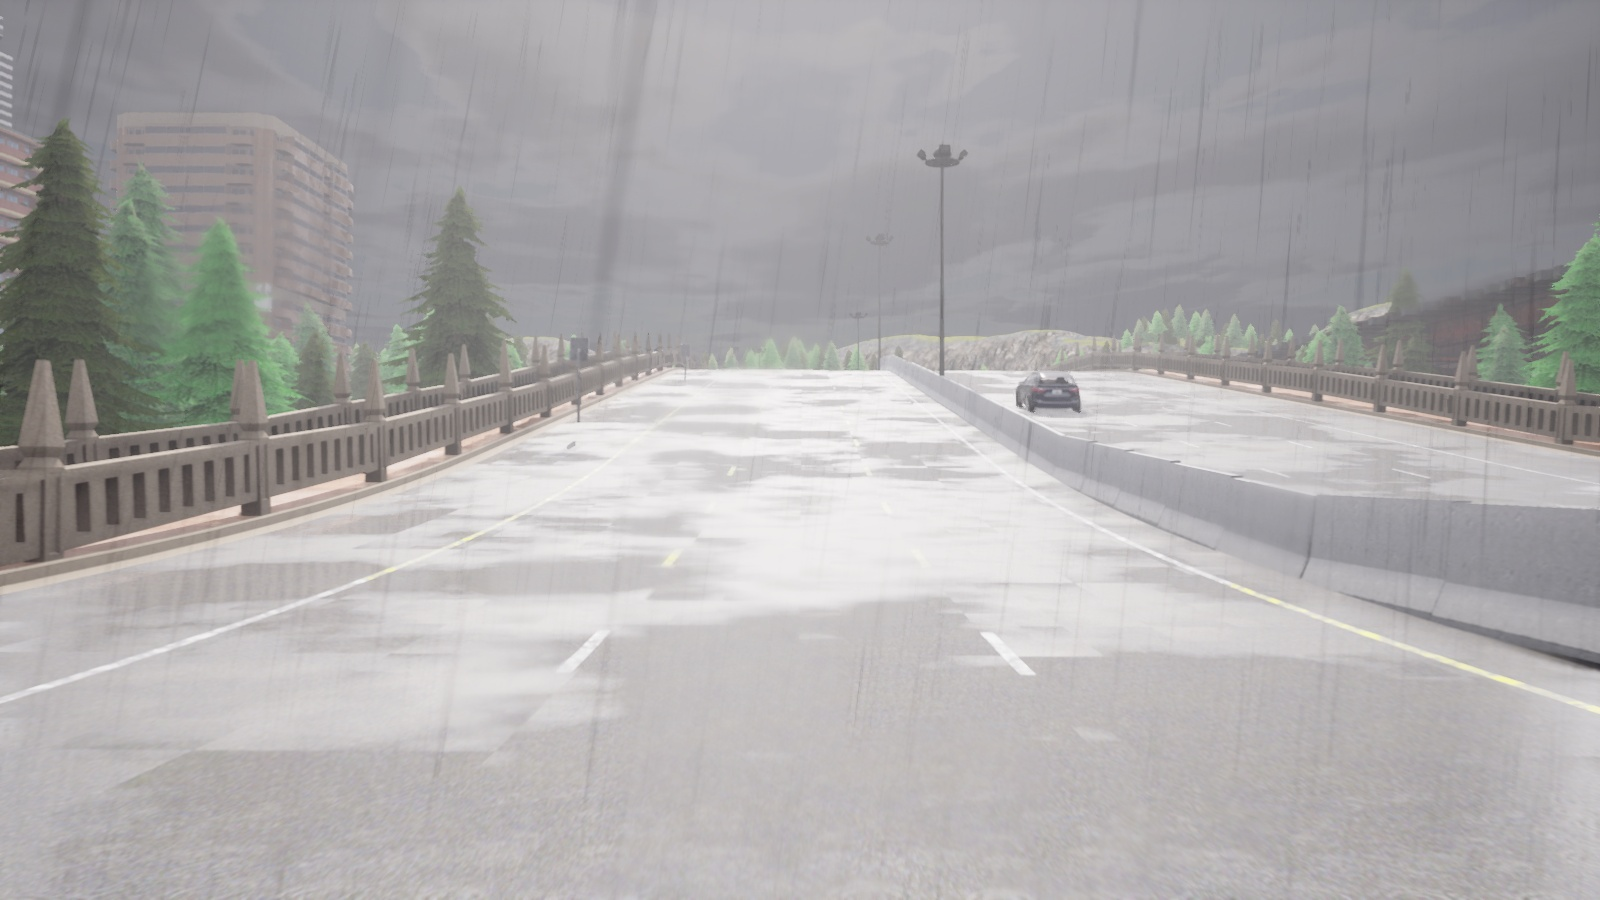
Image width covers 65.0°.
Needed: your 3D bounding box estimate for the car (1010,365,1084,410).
[{"bbox_3d":[10.558,-2.738,53.972,2.242,1.667,4.611,0,6,0],"label":"car"}]
